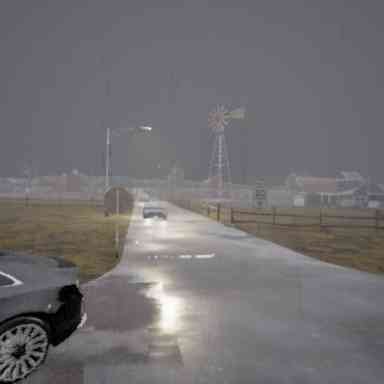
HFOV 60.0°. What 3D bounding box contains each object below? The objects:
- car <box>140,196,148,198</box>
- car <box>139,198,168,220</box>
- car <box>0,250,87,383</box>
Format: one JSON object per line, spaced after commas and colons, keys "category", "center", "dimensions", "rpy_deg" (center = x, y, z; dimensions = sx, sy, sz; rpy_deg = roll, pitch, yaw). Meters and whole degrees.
{"category": "car", "center": [-9.622, 1.440, 66.543], "dimensions": [2.033, 1.411, 5.357], "rpy_deg": [1, 0, -9]}
{"category": "car", "center": [-3.116, 1.477, 27.320], "dimensions": [2.033, 1.411, 5.357], "rpy_deg": [1, 0, -9]}
{"category": "car", "center": [-3.481, 1.337, 3.222], "dimensions": [2.128, 1.511, 4.902], "rpy_deg": [3, 2, 42]}
